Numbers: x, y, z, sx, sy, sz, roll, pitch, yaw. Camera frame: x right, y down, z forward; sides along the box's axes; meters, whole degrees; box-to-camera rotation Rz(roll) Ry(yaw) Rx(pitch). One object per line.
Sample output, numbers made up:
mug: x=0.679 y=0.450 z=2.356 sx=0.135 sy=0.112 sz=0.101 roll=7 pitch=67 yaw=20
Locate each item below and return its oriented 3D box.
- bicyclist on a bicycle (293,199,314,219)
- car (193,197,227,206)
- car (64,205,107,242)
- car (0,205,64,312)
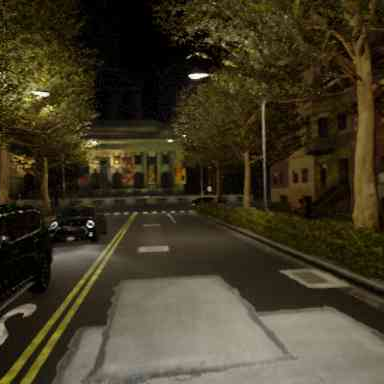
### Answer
bicyclist on a bicycle: x=5.867 y=1.171 z=17.423 sx=1.656 sy=1.620 sz=0.582 roll=-2 pitch=0 yaw=-7
car: x=2.506 y=1.457 z=46.801 sx=4.892 sy=1.490 sz=1.837 roll=-1 pitch=-3 yaw=-17
car: x=-5.621 y=1.483 z=16.862 sx=2.097 sy=1.767 sz=4.553 roll=-1 pitch=0 yaw=-7
car: x=-4.290 y=1.320 z=6.102 sx=2.150 sy=2.045 sz=5.566 roll=-1 pitch=0 yaw=-7
